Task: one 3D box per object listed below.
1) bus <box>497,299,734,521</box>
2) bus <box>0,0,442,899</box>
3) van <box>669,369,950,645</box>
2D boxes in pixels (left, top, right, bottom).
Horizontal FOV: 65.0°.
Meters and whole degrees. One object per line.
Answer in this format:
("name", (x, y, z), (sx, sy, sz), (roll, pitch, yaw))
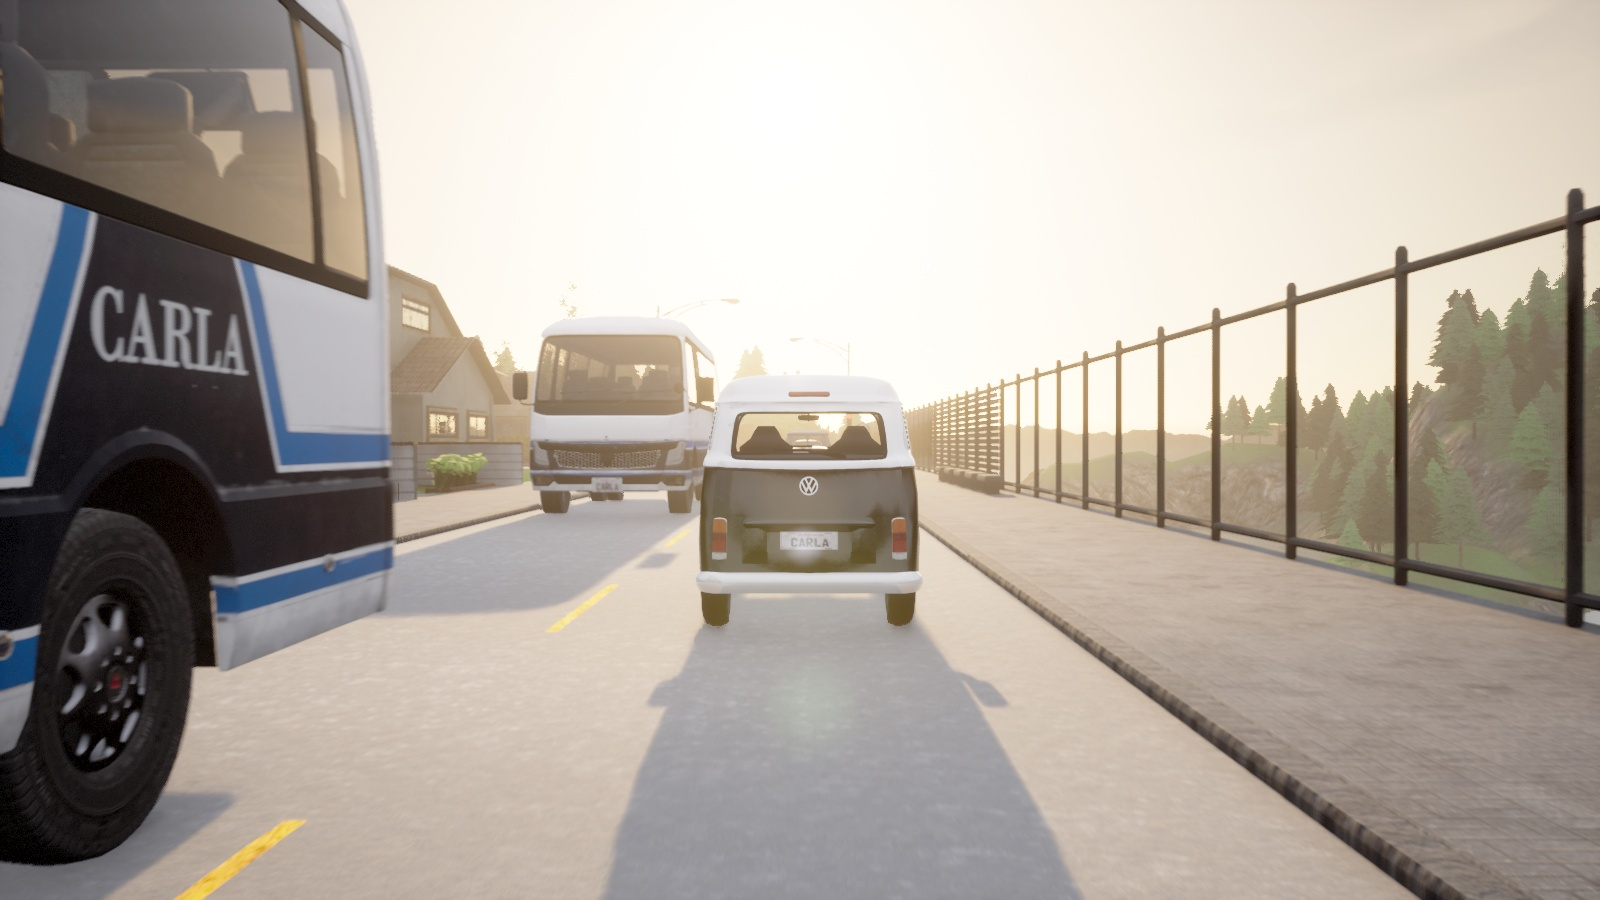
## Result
("bus", (-3.817, -0.798, 29.261), (3.944, 4.253, 10.273), (0, 0, 0))
("bus", (-3.973, -0.643, 1.780), (3.944, 4.253, 10.273), (0, 0, 0))
("van", (0.081, 0.405, 11.518), (2.069, 2.038, 4.480), (0, 0, 0))
